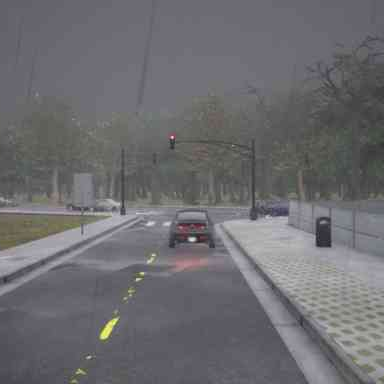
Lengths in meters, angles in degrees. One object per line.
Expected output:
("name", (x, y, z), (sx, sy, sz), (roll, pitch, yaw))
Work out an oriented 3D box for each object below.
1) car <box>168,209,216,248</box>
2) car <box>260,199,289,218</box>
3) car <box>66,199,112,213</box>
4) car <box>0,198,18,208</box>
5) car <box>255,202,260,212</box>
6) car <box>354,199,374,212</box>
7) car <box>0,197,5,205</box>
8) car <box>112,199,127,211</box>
("car", (0.008, 1.507, 14.713), (1.837, 1.490, 4.892), (0, 0, 0))
("car", (8.496, 1.489, 28.321), (4.674, 1.442, 1.812), (0, 0, 23))
("car", (-11.736, 1.498, 37.066), (4.892, 1.490, 1.837), (1, 0, 23))
("car", (-26.915, 1.554, 47.169), (4.674, 1.442, 1.812), (0, 0, 23))
("car", (8.411, 1.467, 31.901), (4.902, 1.511, 2.128), (0, 0, 23))
("car", (16.223, 1.463, 32.251), (4.902, 1.511, 2.128), (0, 0, 22))
("car", (-35.315, 1.550, 58.032), (4.902, 1.511, 2.128), (0, 0, 24))
("car", (-9.950, 1.534, 39.837), (4.674, 1.442, 1.812), (0, 0, 25))
